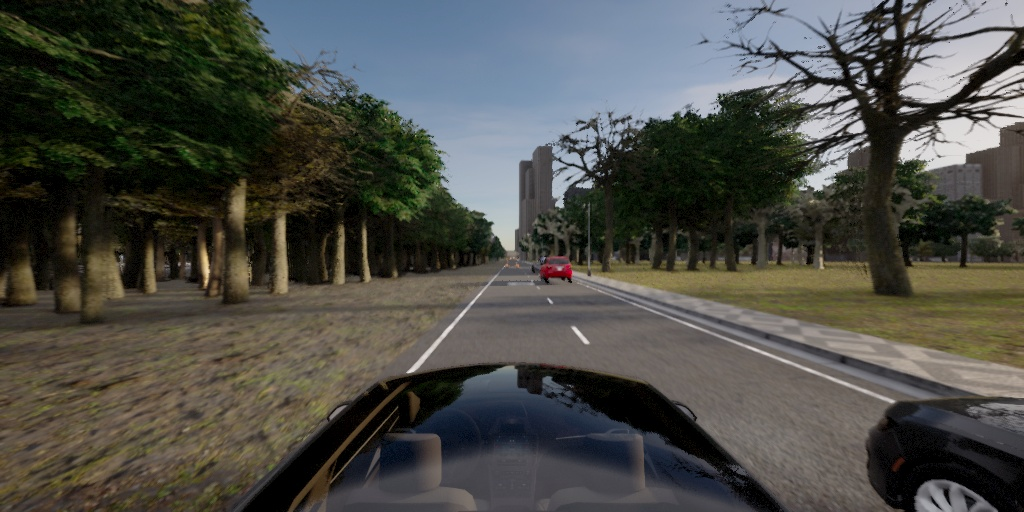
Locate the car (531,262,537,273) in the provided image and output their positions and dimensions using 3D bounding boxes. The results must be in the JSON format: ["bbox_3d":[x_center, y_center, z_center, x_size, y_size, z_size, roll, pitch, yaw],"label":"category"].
[{"bbox_3d":[3.600,1.489,48.468,2.128,1.511,4.902,0,0,0],"label":"car"}]

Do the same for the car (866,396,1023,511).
[{"bbox_3d":[3.601,1.250,0.669,1.837,1.490,4.892,0,0,0],"label":"car"}]

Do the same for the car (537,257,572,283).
[{"bbox_3d":[3.601,1.110,29.812,2.150,2.045,5.566,0,0,0],"label":"car"}]
